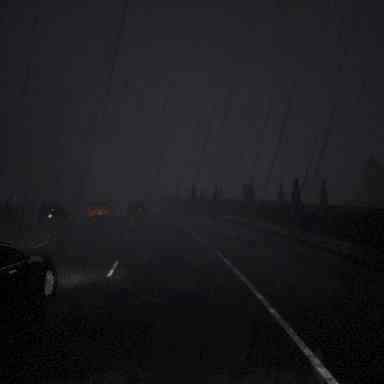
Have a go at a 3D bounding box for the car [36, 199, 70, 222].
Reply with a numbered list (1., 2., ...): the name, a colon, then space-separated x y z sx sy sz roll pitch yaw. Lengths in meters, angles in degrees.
1. car: -10.939 1.491 26.491 1.837 1.490 4.892 0 0 -15

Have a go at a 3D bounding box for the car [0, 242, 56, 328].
1. car: -3.765 1.505 5.302 1.837 1.490 4.892 0 0 -3

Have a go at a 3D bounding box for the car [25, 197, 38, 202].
1. car: -29.034 1.574 60.584 1.895 1.301 4.718 0 0 -18

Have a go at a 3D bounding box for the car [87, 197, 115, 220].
1. car: -7.754 1.455 28.058 1.882 1.535 5.008 0 0 -16

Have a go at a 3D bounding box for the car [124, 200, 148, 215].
1. car: -5.557 1.498 33.199 1.812 1.442 4.674 0 0 -17

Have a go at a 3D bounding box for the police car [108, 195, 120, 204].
1. police car: -14.143 1.378 59.974 1.930 1.638 5.238 0 0 -17

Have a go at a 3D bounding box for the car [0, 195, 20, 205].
1. car: -32.396 1.341 59.594 2.097 1.767 4.553 0 0 -17
